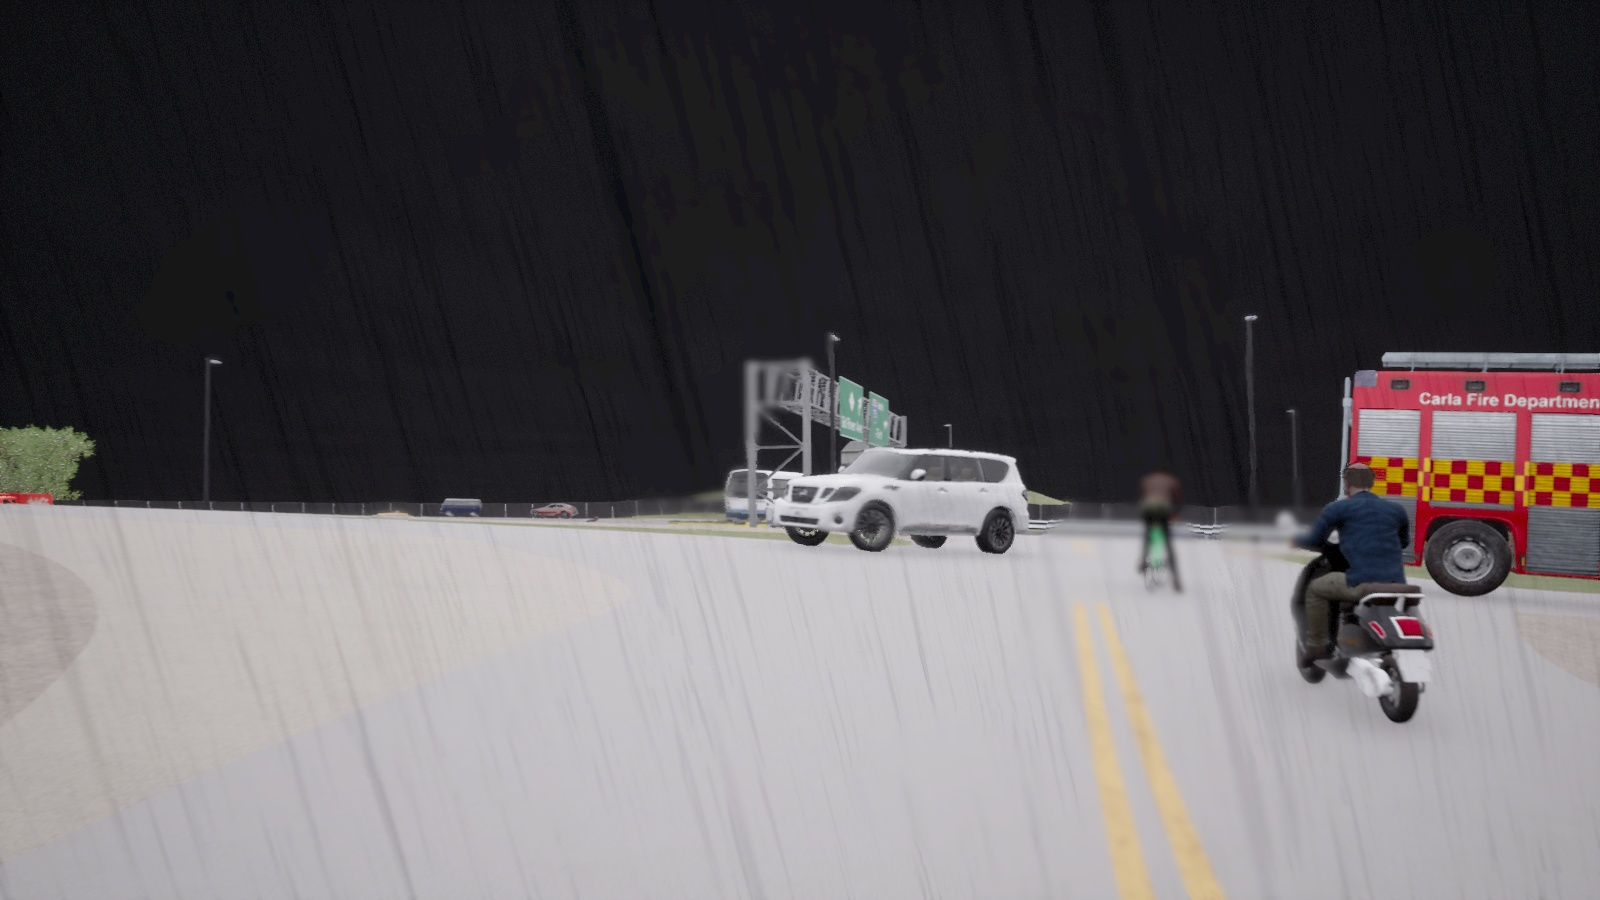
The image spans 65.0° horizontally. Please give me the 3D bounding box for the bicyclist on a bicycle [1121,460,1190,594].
[{"bbox_3d":[4.596,0.964,16.178,0.582,1.620,1.656,1,-1,25],"label":"bicyclist on a bicycle"}]

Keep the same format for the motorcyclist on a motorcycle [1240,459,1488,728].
[{"bbox_3d":[3.667,0.855,8.370,0.866,1.590,1.817,0,0,1],"label":"motorcyclist on a motorcycle"}]

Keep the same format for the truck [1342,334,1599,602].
[{"bbox_3d":[12.874,0.357,18.796,8.468,3.827,2.891,2,-2,26],"label":"truck"}]

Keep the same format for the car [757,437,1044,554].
[{"bbox_3d":[2.087,0.935,24.864,5.566,2.045,2.150,4,-2,-38],"label":"car"}]

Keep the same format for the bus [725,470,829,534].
[{"bbox_3d":[-1.469,3.684,89.660,3.944,4.253,10.273,-1,-2,20],"label":"bus"}]
